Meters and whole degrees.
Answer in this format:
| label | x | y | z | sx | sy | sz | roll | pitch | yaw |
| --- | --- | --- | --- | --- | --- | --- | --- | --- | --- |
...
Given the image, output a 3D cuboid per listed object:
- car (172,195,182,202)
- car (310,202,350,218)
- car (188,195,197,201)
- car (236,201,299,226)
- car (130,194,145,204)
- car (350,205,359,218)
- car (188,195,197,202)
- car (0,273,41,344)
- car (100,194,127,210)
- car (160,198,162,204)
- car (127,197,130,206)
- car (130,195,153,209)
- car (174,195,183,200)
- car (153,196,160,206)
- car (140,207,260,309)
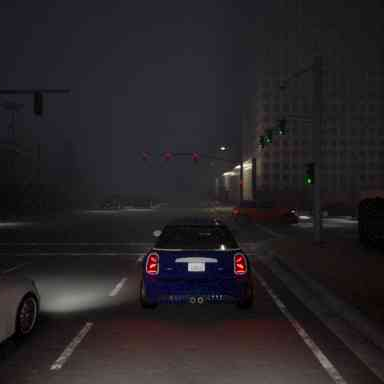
| label | x | y | z | sx | sy | sz | roll | pitch | yaw |
| --- | --- | --- | --- | --- | --- | --- | --- | --- | --- |
| car | -3.384 | 1.469 | 73.501 | 1.882 | 1.535 | 5.008 | 0 | 0 | 0 |
| car | 12.999 | 1.619 | 30.415 | 4.181 | 1.385 | 1.994 | 0 | 0 | 0 |
| car | 0.132 | 1.540 | 83.814 | 2.033 | 1.411 | 5.357 | 0 | 0 | 0 |
| car | 5.033 | 1.399 | 23.211 | 4.553 | 1.767 | 2.097 | 0 | 0 | 0 |
| car | -10.449 | 1.352 | 63.619 | 2.097 | 1.767 | 4.553 | 0 | 0 | 1 |
| car | 15.844 | 1.560 | 26.915 | 4.892 | 1.490 | 1.837 | 0 | 0 | 0 |
| car | 0.123 | 1.355 | 73.832 | 2.097 | 1.767 | 4.553 | 0 | 0 | 0 |
| car | -3.433 | 1.526 | 3.599 | 1.812 | 1.442 | 4.674 | 0 | 0 | 1 |
| car | -10.521 | 1.221 | 44.067 | 2.150 | 2.045 | 5.566 | 0 | 0 | 0 |
| car | -6.940 | 1.564 | 65.241 | 1.994 | 1.385 | 4.181 | 0 | 0 | 0 |
| car | -10.500 | 1.477 | 53.839 | 1.882 | 1.535 | 5.008 | 0 | 0 | 0 |
| car | -7.012 | 1.526 | 46.301 | 1.812 | 1.442 | 4.674 | 0 | 0 | 0 |
| car | -3.368 | 1.423 | 83.754 | 1.895 | 1.301 | 4.718 | 0 | 0 | 0 |
| car | -6.993 | 1.505 | 55.195 | 1.837 | 1.490 | 4.892 | 0 | 0 | 0 |
| car | 0.095 | 1.352 | 8.032 | 2.097 | 1.767 | 4.553 | 0 | 0 | 0 |
